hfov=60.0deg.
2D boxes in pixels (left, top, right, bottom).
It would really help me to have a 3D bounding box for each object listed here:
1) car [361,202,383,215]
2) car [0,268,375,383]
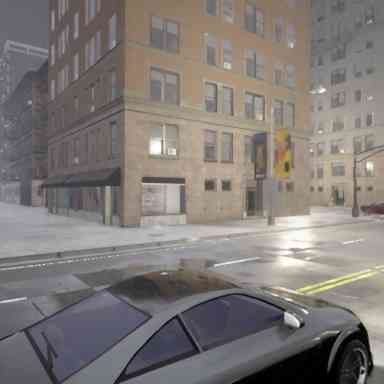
[{"bbox_3d":[18.163,1.589,30.658,1.895,1.301,4.718,0,0,-19],"label":"car"},{"bbox_3d":[0.109,1.564,3.536,4.181,1.385,1.994,0,0,-36],"label":"car"}]
